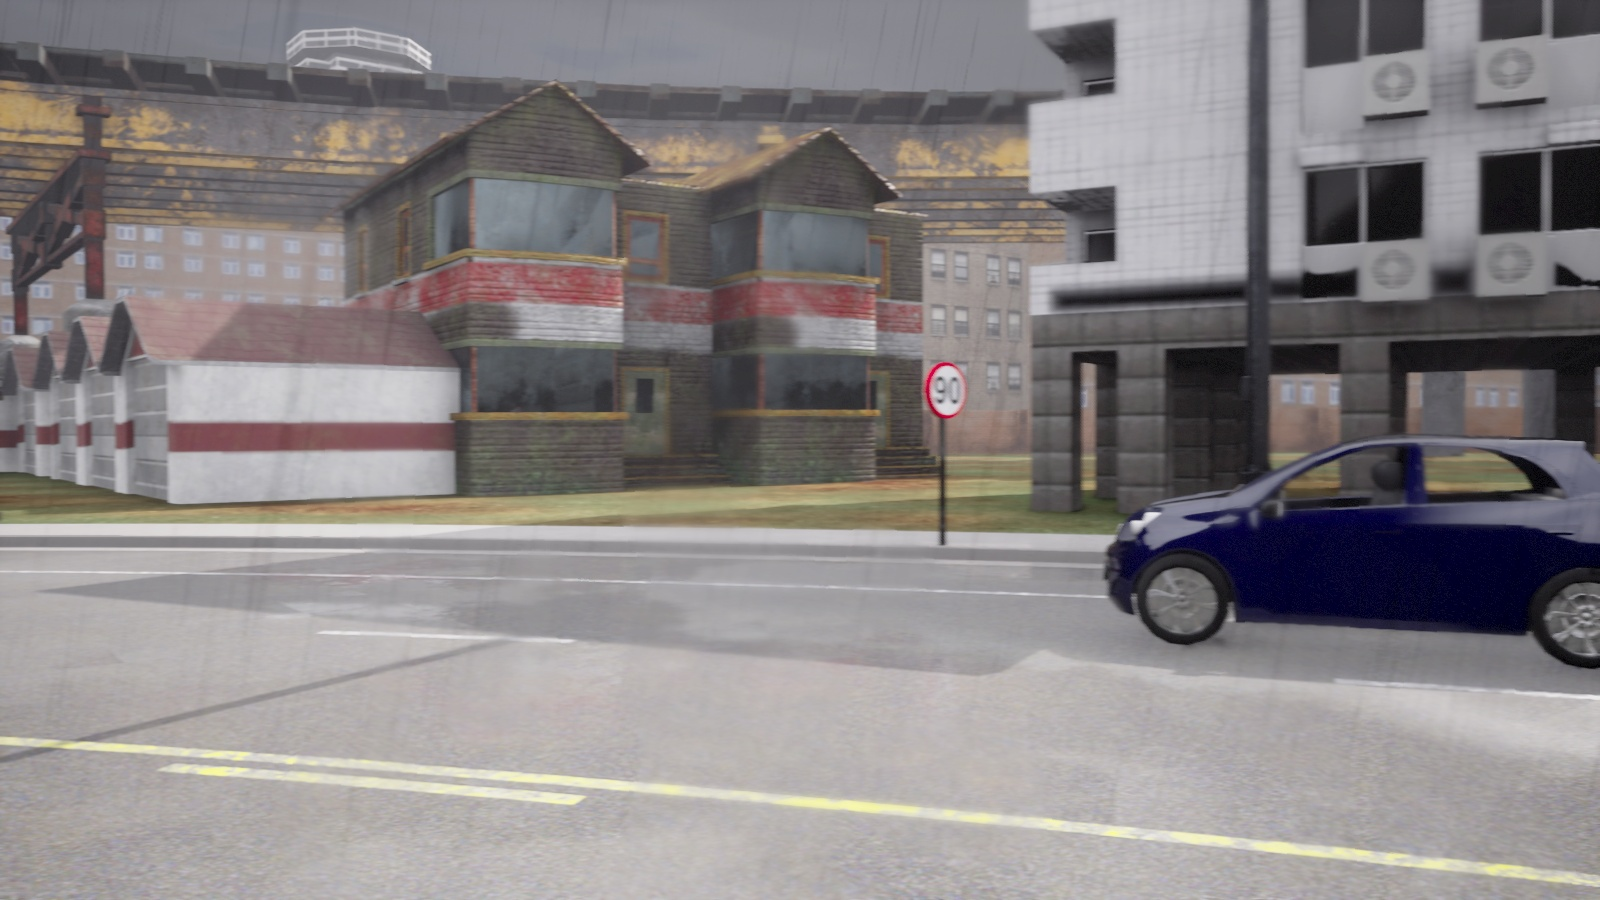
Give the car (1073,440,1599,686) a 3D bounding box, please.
[{"bbox_3d":[3.997,0.696,9.228,3.633,1.501,1.845,1,1,22],"label":"car"}]
